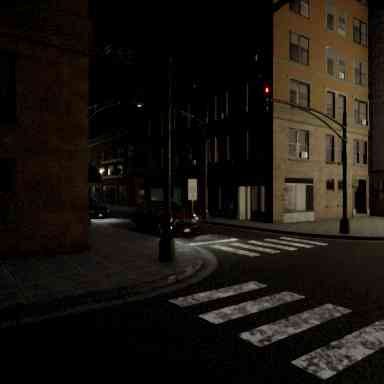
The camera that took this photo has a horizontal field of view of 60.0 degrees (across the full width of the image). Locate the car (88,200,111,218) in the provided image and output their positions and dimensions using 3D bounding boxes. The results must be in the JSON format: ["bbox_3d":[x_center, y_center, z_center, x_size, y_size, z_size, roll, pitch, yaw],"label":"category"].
[{"bbox_3d":[-8.614,1.399,27.892,2.033,1.411,5.357,0,0,-36],"label":"car"}]

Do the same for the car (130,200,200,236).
[{"bbox_3d":[-1.546,1.269,17.984,2.097,1.767,4.553,0,0,-36],"label":"car"}]
